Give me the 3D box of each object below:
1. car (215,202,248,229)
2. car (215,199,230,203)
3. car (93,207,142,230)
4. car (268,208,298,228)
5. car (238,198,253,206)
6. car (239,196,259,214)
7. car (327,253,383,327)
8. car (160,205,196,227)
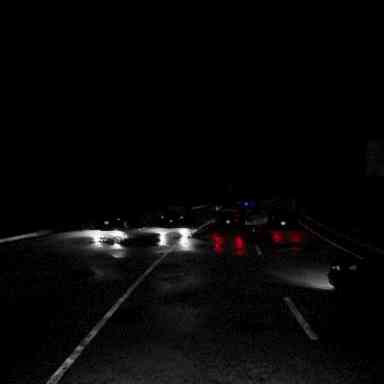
[{"bbox_3d":[2.650,1.664,22.743,1.812,1.442,4.674,0,0,11],"label":"car"},{"bbox_3d":[5.695,1.904,61.169,2.033,1.411,5.357,0,0,18],"label":"car"},{"bbox_3d":[-4.821,1.669,22.041,1.994,1.385,4.181,0,0,10],"label":"car"},{"bbox_3d":[6.392,1.760,23.853,1.895,1.301,4.718,0,0,11],"label":"car"},{"bbox_3d":[10.431,1.940,64.565,2.033,1.411,5.357,0,0,17],"label":"car"},{"bbox_3d":[6.842,1.470,40.104,2.150,2.045,5.566,0,-1,15],"label":"car"},{"bbox_3d":[3.820,1.588,4.992,2.033,1.411,5.357,0,0,3],"label":"car"},{"bbox_3d":[-0.915,1.656,23.990,1.812,1.442,4.674,0,0,12],"label":"car"}]
